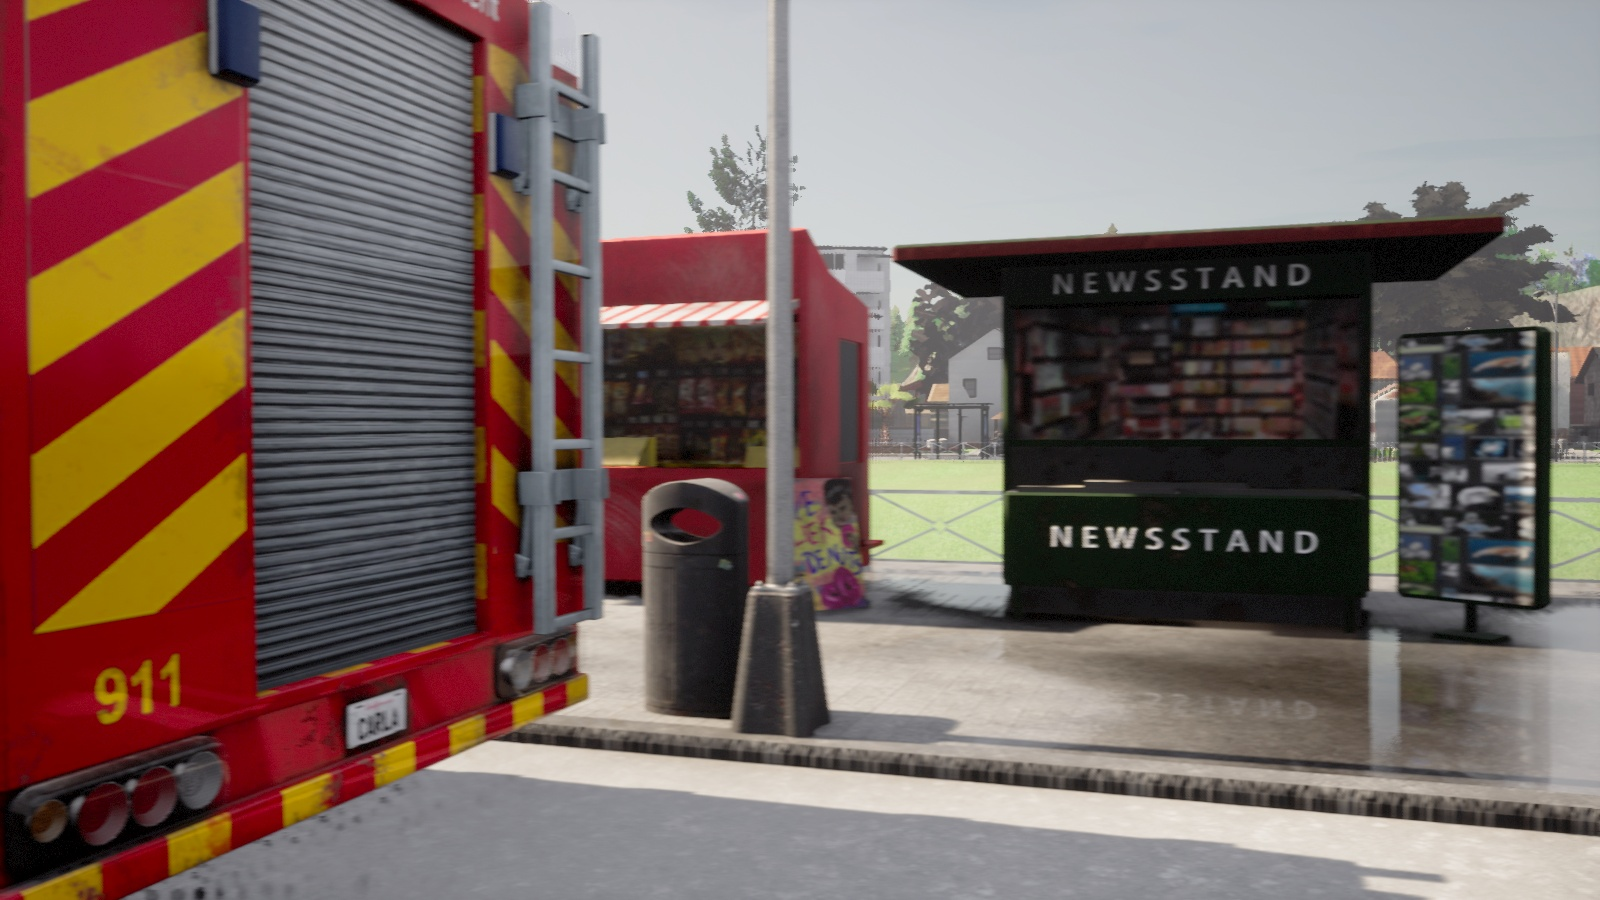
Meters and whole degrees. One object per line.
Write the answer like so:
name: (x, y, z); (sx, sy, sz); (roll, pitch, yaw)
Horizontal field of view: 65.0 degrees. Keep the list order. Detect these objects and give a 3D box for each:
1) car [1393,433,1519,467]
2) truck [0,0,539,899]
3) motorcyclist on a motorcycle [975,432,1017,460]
car: (30.491, -0.040, 58.554); (4.902, 1.511, 2.128); (1, 1, 19)
truck: (-5.642, -0.449, 5.600); (8.468, 3.827, 2.891); (1, 1, 19)
motorcyclist on a motorcycle: (10.831, -0.209, 69.395); (2.191, 1.530, 0.866); (1, 1, 19)
